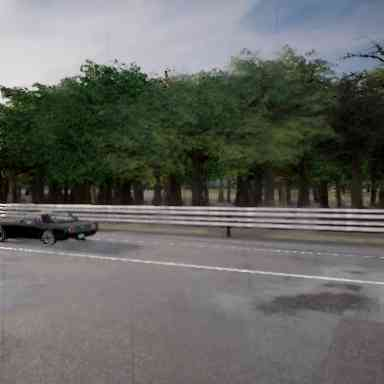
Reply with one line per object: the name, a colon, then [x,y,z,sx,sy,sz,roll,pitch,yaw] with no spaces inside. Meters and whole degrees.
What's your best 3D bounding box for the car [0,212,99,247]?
car: [-6.448,1.504,14.383,4.718,1.301,1.895,0,0,26]
